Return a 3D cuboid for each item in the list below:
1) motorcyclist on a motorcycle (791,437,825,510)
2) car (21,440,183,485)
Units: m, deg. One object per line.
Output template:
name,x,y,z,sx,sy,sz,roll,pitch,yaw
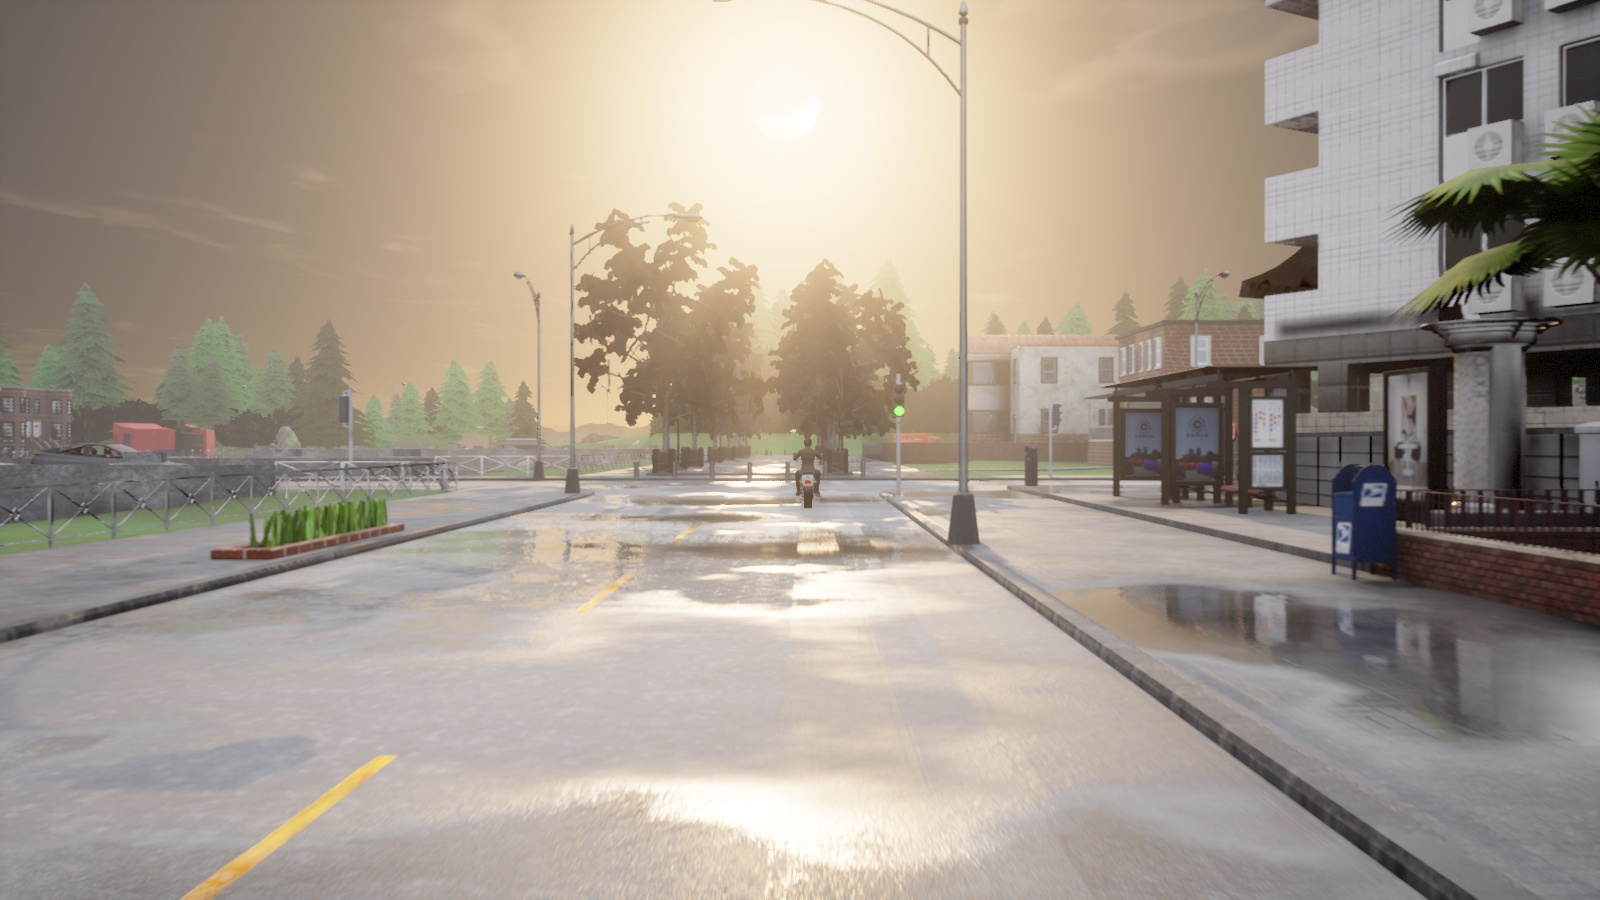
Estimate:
motorcyclist on a motorcycle,0.186,0.530,29.546,0.766,1.649,2.350,0,0,0
car,-24.135,0.428,43.548,4.514,1.525,2.007,0,0,2
